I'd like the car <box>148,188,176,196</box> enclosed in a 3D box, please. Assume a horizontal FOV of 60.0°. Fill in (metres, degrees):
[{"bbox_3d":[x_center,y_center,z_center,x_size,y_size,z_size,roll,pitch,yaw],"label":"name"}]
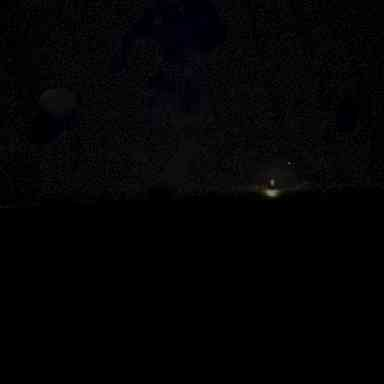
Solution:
[{"bbox_3d":[-4.981,-0.021,56.057,2.033,1.411,5.357,-1,1,36],"label":"car"}]
